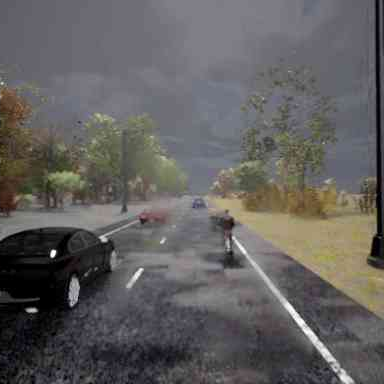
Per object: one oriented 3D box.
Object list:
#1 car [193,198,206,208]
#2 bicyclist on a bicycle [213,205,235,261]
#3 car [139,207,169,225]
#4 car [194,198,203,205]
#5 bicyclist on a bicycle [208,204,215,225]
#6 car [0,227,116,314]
[{"bbox_3d":[1.199,1.745,55.438,2.097,1.767,4.553,0,0,1],"label":"car"},{"bbox_3d":[1.221,1.447,11.762,0.659,1.776,1.843,0,0,1],"label":"bicyclist on a bicycle"},{"bbox_3d":[-2.865,1.813,26.264,1.895,1.301,4.718,0,0,1],"label":"car"},{"bbox_3d":[1.449,2.024,73.472,1.837,1.490,4.892,0,0,1],"label":"car"},{"bbox_3d":[1.417,1.577,20.881,0.866,1.612,1.509,0,0,1],"label":"bicyclist on a bicycle"},{"bbox_3d":[-3.220,1.560,7.955,1.882,1.535,5.008,0,0,1],"label":"car"}]
